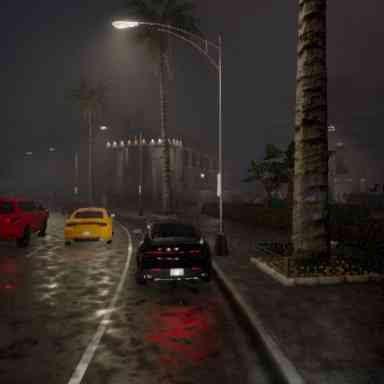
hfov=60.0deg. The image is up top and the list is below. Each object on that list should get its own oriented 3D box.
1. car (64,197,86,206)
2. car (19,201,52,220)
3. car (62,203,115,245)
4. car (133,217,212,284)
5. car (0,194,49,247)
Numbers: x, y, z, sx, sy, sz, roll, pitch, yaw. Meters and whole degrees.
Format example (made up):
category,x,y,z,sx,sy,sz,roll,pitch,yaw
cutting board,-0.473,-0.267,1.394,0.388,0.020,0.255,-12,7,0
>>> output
category,x,y,z,sx,sy,sz,roll,pitch,yaw
car,-10.889,1.524,31.169,1.812,1.442,4.674,0,0,-32
car,-13.861,1.552,29.320,2.033,1.411,5.357,0,0,-32
car,-4.701,1.482,15.622,1.882,1.535,5.008,0,0,-12
car,-0.632,1.503,9.664,1.837,1.490,4.892,0,0,-7
car,-8.130,1.252,14.923,2.150,2.045,5.566,0,0,-12
